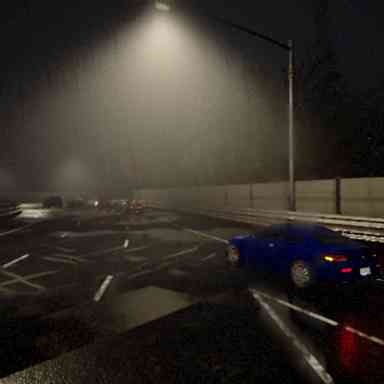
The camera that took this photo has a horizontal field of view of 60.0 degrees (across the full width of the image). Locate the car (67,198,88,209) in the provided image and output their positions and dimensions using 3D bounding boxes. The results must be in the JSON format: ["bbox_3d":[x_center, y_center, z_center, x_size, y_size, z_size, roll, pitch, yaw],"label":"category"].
[{"bbox_3d":[-19.521,1.926,55.662,1.882,1.535,5.008,0,0,-33],"label":"car"}]

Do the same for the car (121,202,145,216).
[{"bbox_3d":[-6.399,1.768,35.738,2.128,1.511,4.902,0,0,-21],"label":"car"}]

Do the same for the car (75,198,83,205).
[{"bbox_3d":[-25.813,2.133,76.045,1.812,1.442,4.674,0,0,-18],"label":"car"}]

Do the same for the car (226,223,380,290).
[{"bbox_3d":[2.771,1.586,9.346,1.812,1.442,4.674,0,0,-26],"label":"car"}]

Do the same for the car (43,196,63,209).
[{"bbox_3d":[-22.523,1.665,53.862,2.150,2.045,5.566,0,0,-33],"label":"car"}]

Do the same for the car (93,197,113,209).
[{"bbox_3d":[-13.788,1.937,52.684,1.812,1.442,4.674,0,0,-29],"label":"car"}]

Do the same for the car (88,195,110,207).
[{"bbox_3d":[-16.227,1.672,57.104,2.150,2.045,5.566,0,0,-33],"label":"car"}]
